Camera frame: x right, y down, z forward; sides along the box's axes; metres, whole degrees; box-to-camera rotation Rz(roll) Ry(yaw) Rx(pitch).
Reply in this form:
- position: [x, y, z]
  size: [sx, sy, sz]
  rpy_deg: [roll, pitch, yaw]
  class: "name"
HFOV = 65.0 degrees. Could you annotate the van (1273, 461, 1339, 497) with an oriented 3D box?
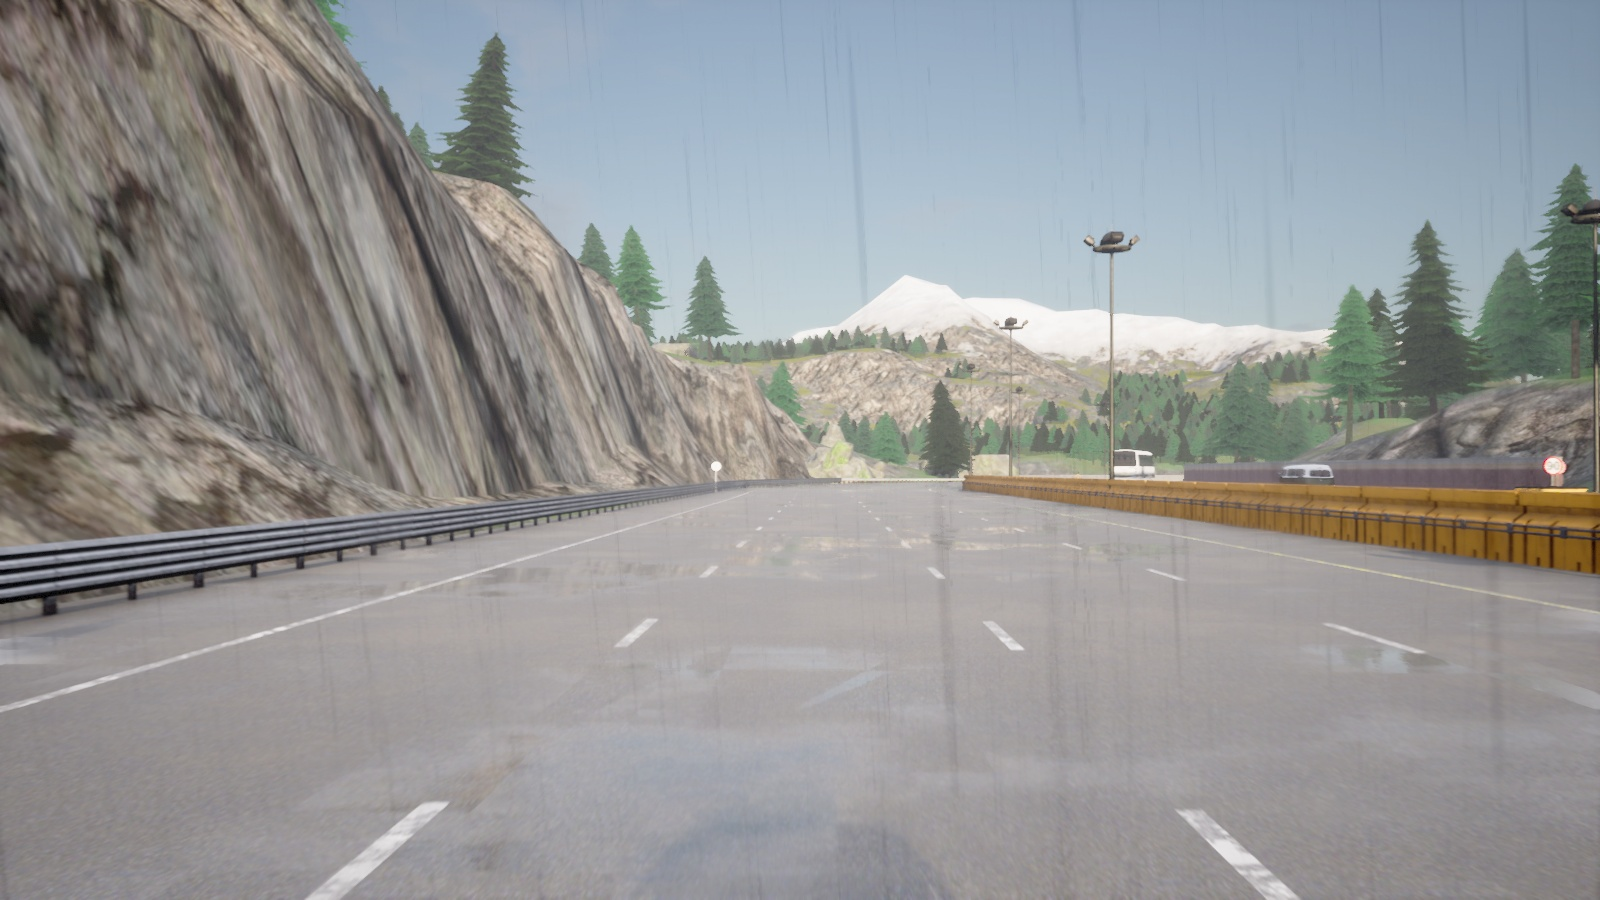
- position: [29.454, 1.650, 73.276]
  size: [2.069, 2.038, 4.480]
  rpy_deg: [0, -1, 1]
  class: "van"
